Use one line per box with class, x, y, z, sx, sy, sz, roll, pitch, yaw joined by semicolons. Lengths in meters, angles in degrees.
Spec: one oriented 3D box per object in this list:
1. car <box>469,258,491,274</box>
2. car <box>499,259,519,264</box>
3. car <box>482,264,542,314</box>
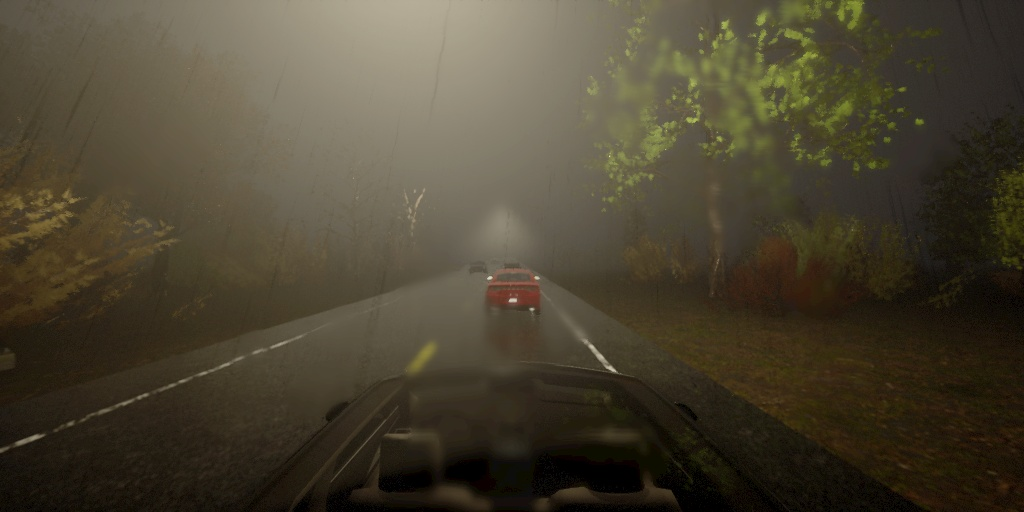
car;-3.797;1.257;41.187;1.882;1.535;5.008;0;0;-1
car;-0.015;1.284;33.560;1.837;1.490;4.892;0;0;0
car;0.058;1.240;13.837;1.882;1.535;5.008;0;0;0
